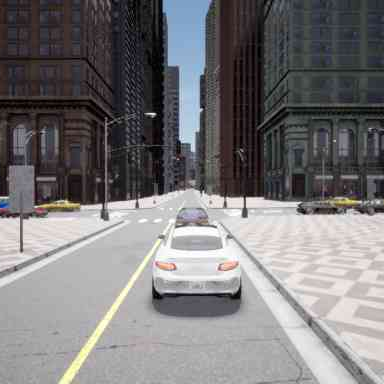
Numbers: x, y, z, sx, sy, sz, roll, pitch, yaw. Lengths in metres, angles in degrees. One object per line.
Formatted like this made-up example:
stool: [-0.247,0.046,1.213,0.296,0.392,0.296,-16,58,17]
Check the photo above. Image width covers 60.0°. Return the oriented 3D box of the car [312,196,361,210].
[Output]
car: [16.716,1.232,38.619,4.829,1.417,1.752,-1,1,0]

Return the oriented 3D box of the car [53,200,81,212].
car: [-15.465,1.584,38.669,4.829,1.417,1.752,-1,1,0]

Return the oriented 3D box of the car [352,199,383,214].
car: [17.049,1.341,30.094,4.403,1.369,2.008,-1,1,0]

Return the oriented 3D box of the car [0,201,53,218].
car: [-15.298,1.727,30.145,4.206,1.307,1.802,-1,1,0]

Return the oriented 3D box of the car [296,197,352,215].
car: [11.670,1.418,30.103,4.313,1.339,1.947,-1,1,0]

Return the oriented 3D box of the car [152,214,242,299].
car: [0.096,1.521,8.288,1.812,1.442,4.674,0,0,0]

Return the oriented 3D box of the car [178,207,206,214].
car: [0.021,1.533,17.878,2.033,1.411,5.357,0,0,1]

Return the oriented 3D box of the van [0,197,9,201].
van: [-20.977,1.456,38.673,3.998,1.788,1.690,-1,1,0]
